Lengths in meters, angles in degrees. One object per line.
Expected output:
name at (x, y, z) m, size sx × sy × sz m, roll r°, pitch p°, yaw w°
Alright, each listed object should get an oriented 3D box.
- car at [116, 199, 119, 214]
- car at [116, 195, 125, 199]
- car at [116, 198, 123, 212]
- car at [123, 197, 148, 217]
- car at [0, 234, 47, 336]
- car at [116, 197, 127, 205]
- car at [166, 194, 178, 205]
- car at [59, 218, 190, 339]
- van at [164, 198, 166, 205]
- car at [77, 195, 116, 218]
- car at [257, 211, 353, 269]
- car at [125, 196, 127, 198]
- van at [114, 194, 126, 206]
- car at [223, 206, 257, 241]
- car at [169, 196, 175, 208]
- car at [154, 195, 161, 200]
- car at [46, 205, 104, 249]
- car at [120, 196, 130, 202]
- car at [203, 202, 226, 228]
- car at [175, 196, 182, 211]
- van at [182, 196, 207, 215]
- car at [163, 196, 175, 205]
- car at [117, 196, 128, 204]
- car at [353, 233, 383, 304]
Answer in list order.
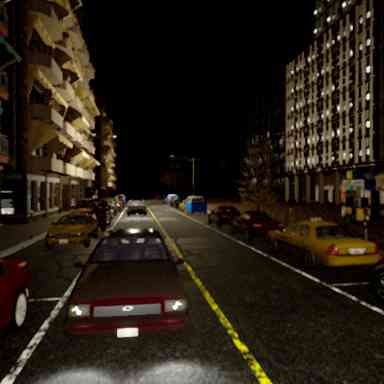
car at (-6.997, 1.527, 25.811) m, size 2.008 × 1.369 × 4.403 m, roll 0°, pitch 0°, yaw -9°
car at (-8.797, 1.411, 36.716) m, size 1.967 × 1.590 × 4.097 m, roll 0°, pitch 0°, yaw -9°
car at (-7.897, 1.524, 31.264) m, size 2.008 × 1.369 × 4.403 m, roll 0°, pitch 0°, yaw -9°
car at (-5.191, 1.518, 31.428) m, size 2.033 × 1.411 × 5.357 m, roll 0°, pitch 0°, yaw -9°
car at (-3.400, 1.542, 3.999) m, size 1.887 × 1.381 × 4.507 m, roll 0°, pitch 0°, yaw -9°
car at (-12.394, 1.550, 58.528) m, size 1.802 × 1.307 × 4.206 m, roll 0°, pitch 0°, yaw -9°
car at (-2.328, 1.400, 48.986) m, size 1.967 × 1.590 × 4.097 m, roll 0°, pitch 0°, yaw -9°
car at (-1.294, 1.539, 7.204) m, size 2.033 × 1.411 × 5.357 m, roll 0°, pitch 0°, yaw -9°
van at (-3.229, 1.301, 54.440) m, size 1.690 × 1.788 × 3.998 m, roll 0°, pitch 0°, yaw -9°
car at (-6.100, 1.296, 20.357) m, size 2.192 × 1.841 × 5.009 m, roll 0°, pitch 0°, yaw -9°
car at (3.941, 1.509, 10.983) m, size 1.752 × 1.417 × 4.829 m, roll 0°, pitch 0°, yaw -9°
car at (-9.696, 1.535, 42.169) m, size 1.947 × 1.339 × 4.313 m, roll 0°, pitch 0°, yaw -9°
van at (-11.497, 1.309, 53.076) m, size 1.690 × 1.788 × 3.998 m, roll 0°, pitch 0°, yaw -9°
car at (3.070, 1.560, 16.269) m, size 1.802 × 1.307 × 4.206 m, roll 0°, pitch 0°, yaw -9°
car at (-1.428, 1.527, 43.533) m, size 1.947 × 1.339 × 4.313 m, roll 0°, pitch 0°, yaw -9°
car at (-9.523, 1.518, 92.610) m, size 1.887 × 1.381 × 4.507 m, roll -1°, pitch 0°, yaw -9°
car at (-5.172, 1.512, 14.738) m, size 1.752 × 1.417 × 4.829 m, roll 0°, pitch 0°, yaw -9°
car at (-15.093, 1.538, 74.887) m, size 1.947 × 1.339 × 4.313 m, roll 0°, pitch 0°, yaw -9°
car at (2.170, 1.555, 21.721) m, size 1.802 × 1.307 × 4.206 m, roll 0°, pitch 0°, yaw -9°
car at (-0.556, 1.488, 38.247) m, size 1.752 × 1.417 × 4.829 m, roll 0°, pitch 0°, yaw -9°
van at (0.370, 1.306, 32.627) m, size 1.690 × 1.788 × 3.998 m, roll 0°, pitch 0°, yaw -9°
car at (-4.154, 1.486, 60.059) m, size 1.752 × 1.417 × 4.829 m, roll 0°, pitch 0°, yaw -9°
car at (-13.294, 1.551, 63.981) m, size 1.802 × 1.307 × 4.206 m, roll 0°, pitch 0°, yaw -9°
car at (4.868, 1.429, 5.362) m, size 1.967 × 1.590 × 4.097 m, roll 0°, pitch 0°, yaw -9°
